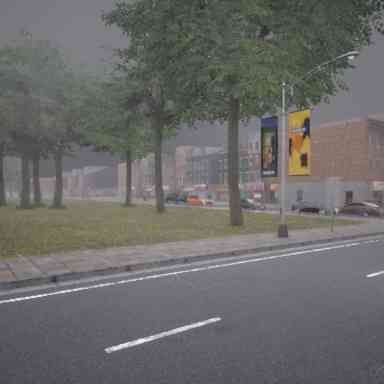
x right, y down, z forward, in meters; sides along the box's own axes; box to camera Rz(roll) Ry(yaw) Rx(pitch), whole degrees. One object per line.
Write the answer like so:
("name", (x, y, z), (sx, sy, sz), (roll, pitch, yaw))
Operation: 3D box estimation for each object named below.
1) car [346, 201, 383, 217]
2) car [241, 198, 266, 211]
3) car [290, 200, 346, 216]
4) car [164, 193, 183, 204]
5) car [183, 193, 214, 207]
("car", (16.118, 1.652, 32.551), (1.812, 1.442, 4.674), (0, 0, -35))
("car", (6.883, 1.519, 40.721), (1.812, 1.442, 4.674), (1, 0, -36))
("car", (12.213, 1.568, 33.265), (2.128, 1.511, 4.902), (1, 0, -36))
("car", (-3.022, 1.109, 59.646), (2.150, 2.045, 5.566), (1, 0, -36))
("car", (1.161, 1.273, 48.743), (2.097, 1.767, 4.553), (1, 0, -35))
